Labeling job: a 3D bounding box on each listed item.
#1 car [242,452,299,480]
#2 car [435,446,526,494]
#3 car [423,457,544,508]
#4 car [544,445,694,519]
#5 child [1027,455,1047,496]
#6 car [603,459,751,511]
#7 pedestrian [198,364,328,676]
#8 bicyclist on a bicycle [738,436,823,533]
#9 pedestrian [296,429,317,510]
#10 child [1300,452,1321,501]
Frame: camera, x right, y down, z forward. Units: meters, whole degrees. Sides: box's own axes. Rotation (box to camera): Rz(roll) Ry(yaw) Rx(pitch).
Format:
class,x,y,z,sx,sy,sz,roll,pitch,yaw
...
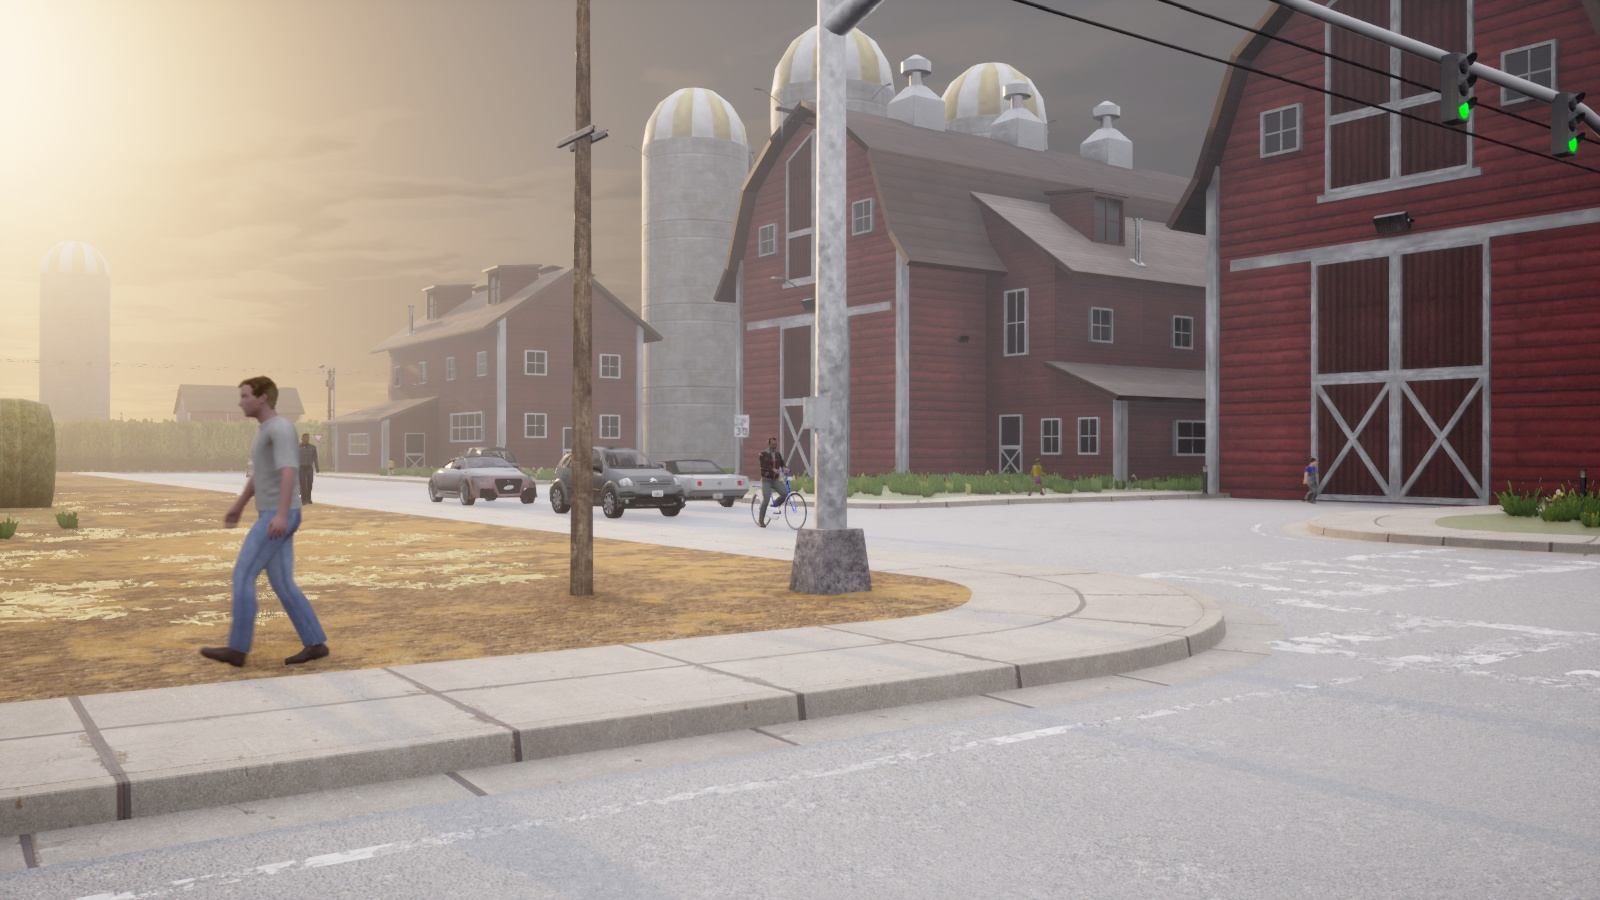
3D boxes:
class,x,y,z,sx,sy,sz,roll,pitch,yaw
car,-29.836,0.901,70.687,2.007,1.525,4.514,0,0,-36
car,-11.593,0.692,45.463,1.851,1.617,3.988,-1,0,-36
car,-9.154,0.889,36.138,1.994,1.385,4.181,0,0,-36
car,-4.310,0.697,29.434,1.851,1.617,3.988,0,0,-36
child,6.643,0.708,35.187,0.473,1.160,0.299,0,0,-20
car,-3.434,0.909,34.195,1.895,1.301,4.718,0,0,-36
pedestrian,-3.310,0.413,7.735,0.706,1.836,0.354,0,0,-28
bicyclist on a bicycle,-0.398,0.641,24.027,0.659,1.776,1.843,-1,0,-36
pedestrian,-12.031,0.473,30.603,0.423,1.949,0.788,0,0,-26
child,13.453,0.697,33.088,0.270,1.263,0.437,0,0,-30
